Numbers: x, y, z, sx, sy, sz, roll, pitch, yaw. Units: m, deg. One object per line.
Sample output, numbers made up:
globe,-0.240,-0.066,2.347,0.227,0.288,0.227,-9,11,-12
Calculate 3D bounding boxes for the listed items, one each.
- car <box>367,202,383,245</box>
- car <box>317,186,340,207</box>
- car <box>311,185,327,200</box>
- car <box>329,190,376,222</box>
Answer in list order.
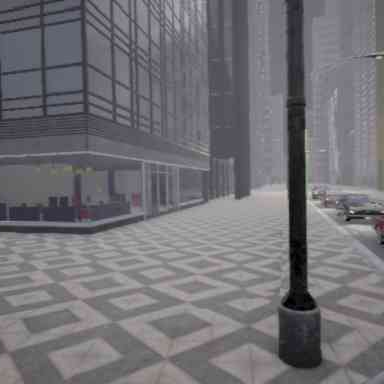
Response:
car,6.830,1.178,9.764,1.895,1.301,4.718,-1,2,16
car,12.080,0.478,28.446,1.812,1.442,4.674,-1,2,16
car,14.896,-0.023,38.272,2.097,1.767,4.553,-1,2,16
car,9.429,0.813,19.053,2.033,1.411,5.357,-1,2,16
